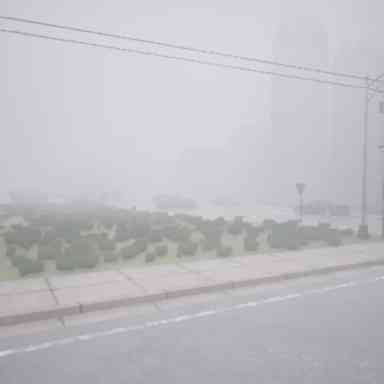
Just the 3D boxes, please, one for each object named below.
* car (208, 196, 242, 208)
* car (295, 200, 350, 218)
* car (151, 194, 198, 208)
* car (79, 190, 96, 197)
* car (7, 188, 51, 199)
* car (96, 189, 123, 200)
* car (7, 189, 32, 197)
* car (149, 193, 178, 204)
[{"bbox_3d":[4.086,1.218,41.857,2.033,1.411,5.357,1,1,-30],"label":"car"},{"bbox_3d":[11.411,1.425,29.510,1.882,1.535,5.008,1,1,-30],"label":"car"},{"bbox_3d":[-1.602,1.084,36.198,4.611,1.667,2.242,1,1,-30],"label":"car"},{"bbox_3d":[-21.126,0.378,68.432,4.193,1.474,1.816,1,1,-30],"label":"car"},{"bbox_3d":[-20.113,0.466,41.593,4.605,1.855,1.932,1,1,-30],"label":"car"},{"bbox_3d":[-13.823,0.452,57.083,3.866,1.878,1.905,1,1,-30],"label":"car"},{"bbox_3d":[-31.625,0.242,60.902,3.905,1.438,1.784,1,1,-30],"label":"car"},{"bbox_3d":[-4.280,0.971,48.852,2.033,1.411,5.357,1,1,-30],"label":"car"}]
